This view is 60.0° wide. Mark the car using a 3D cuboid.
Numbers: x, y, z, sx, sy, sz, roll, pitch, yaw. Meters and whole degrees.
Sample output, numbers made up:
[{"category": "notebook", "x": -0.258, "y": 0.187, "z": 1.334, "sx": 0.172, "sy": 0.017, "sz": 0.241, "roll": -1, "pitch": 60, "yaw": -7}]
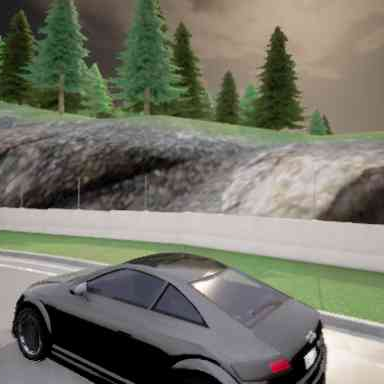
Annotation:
[{"category": "car", "x": -0.494, "y": 1.510, "z": 4.343, "sx": 4.181, "sy": 1.385, "sz": 1.994, "roll": 1, "pitch": 1, "yaw": 35}]
